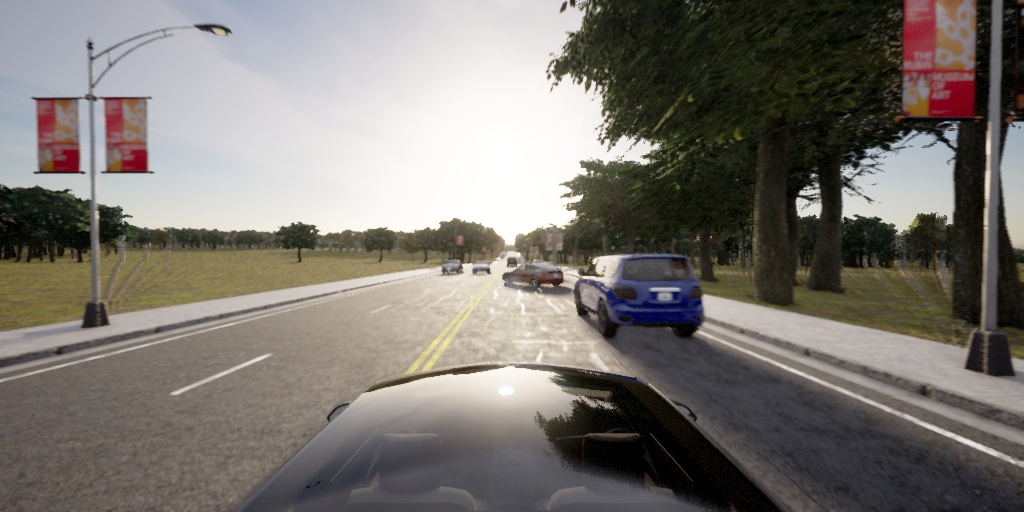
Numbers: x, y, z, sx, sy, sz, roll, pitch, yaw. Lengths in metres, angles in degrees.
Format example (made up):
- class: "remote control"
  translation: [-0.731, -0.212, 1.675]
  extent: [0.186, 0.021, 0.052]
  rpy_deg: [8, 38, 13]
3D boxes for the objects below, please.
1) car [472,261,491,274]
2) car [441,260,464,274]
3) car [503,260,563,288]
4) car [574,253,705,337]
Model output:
- class: "car"
  translation: [-3.311, 1.242, 39.603]
  extent: [1.812, 1.442, 4.674]
  rpy_deg: [0, 0, 0]
- class: "car"
  translation: [-6.560, 1.210, 39.882]
  extent: [2.128, 1.511, 4.902]
  rpy_deg: [0, 0, 0]
- class: "car"
  translation: [1.328, 1.218, 23.933]
  extent: [2.163, 1.488, 4.792]
  rpy_deg: [0, 0, -36]
- class: "car"
  translation: [3.252, 0.951, 10.301]
  extent: [2.150, 2.045, 5.566]
  rpy_deg: [0, 0, 0]
